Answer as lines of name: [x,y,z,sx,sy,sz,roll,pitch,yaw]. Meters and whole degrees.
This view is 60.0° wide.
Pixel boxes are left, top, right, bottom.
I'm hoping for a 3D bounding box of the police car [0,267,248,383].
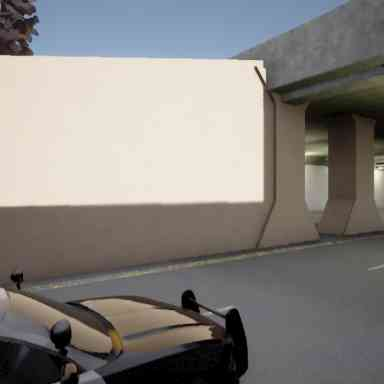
police car: [-1.760,1.419,2.485,5.238,1.638,1.930,0,0,-36]
